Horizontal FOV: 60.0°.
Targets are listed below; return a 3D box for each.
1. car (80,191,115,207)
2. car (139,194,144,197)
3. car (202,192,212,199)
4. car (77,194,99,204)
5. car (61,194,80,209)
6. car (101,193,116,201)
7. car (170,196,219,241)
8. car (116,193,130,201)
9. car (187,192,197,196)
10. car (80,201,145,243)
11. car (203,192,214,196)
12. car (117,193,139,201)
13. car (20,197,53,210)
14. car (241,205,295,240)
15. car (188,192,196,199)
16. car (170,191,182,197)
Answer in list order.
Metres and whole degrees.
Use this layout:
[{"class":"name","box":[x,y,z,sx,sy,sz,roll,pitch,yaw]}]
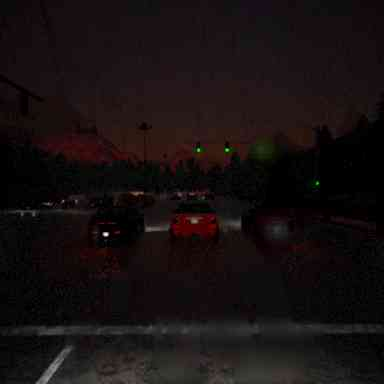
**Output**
[{"class":"car","box":[-10.575,0.939,38.210,2.150,2.045,5.566,0,1,0]},{"class":"car","box":[-10.486,1.036,68.940,2.033,1.411,5.357,0,0,0]},{"class":"car","box":[3.516,0.788,78.711,2.128,1.511,4.902,0,0,0]},{"class":"car","box":[-17.506,1.140,56.279,2.033,1.411,5.357,0,0,0]},{"class":"car","box":[-14.072,1.061,40.198,2.097,1.767,4.553,0,0,0]},{"class":"car","box":[-17.486,0.988,69.775,1.837,1.490,4.892,0,0,0]},{"class":"car","box":[0.103,1.235,16.090,2.097,1.767,4.553,0,0,0]},{"class":"car","box":[-13.986,1.008,67.888,1.837,1.490,4.892,0,0,0]},{"class":"car","box":[0.014,1.008,68.293,2.128,1.511,4.902,0,0,0]},{"class":"car","box":[-3.397,1.392,15.537,1.837,1.490,4.892,0,0,0]},{"class":"car","box":[3.514,1.008,68.292,2.128,1.511,4.902,0,0,0]},{"class":"car","box":[-10.537,0.960,53.971,2.097,1.767,4.553,0,0,0]},{"class":"car","box":[-17.607,1.271,37.987,2.033,1.411,5.357,0,1,-4]},{"class":"car","box":[3.603,1.372,16.371,2.128,1.511,4.902,0,0,0]},{"class":"car","box":[0.016,0.787,78.712,1.812,1.442,4.674,0,0,0]},{"class":"car","box":[-3.486,1.023,68.710,1.812,1.442,4.674,0,0,0]}]
